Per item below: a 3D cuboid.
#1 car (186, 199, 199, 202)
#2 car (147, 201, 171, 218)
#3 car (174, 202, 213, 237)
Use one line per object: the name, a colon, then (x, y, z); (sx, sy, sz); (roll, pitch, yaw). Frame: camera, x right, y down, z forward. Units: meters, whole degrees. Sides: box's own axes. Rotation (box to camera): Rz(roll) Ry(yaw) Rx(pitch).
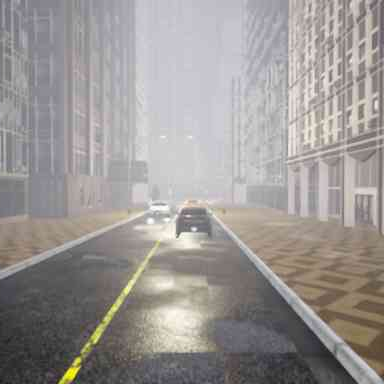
car: (0.101, 1.549, 39.062); (1.882, 1.535, 5.008); (0, 0, 0)
car: (-3.000, 1.581, 31.385); (1.812, 1.442, 4.674); (0, 0, 0)
car: (0.100, 1.534, 18.352); (1.837, 1.490, 4.892); (0, 0, 0)
